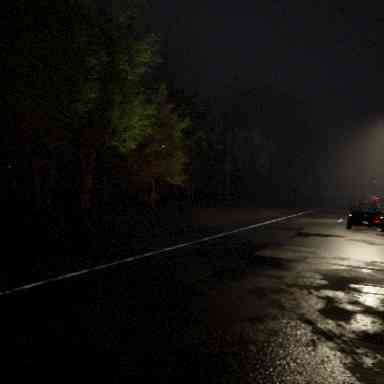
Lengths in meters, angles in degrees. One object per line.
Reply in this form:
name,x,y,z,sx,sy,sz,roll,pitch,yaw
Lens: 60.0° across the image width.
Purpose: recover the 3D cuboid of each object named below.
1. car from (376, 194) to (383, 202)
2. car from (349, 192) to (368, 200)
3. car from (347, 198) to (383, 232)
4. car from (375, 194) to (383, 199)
car,34.731,1.081,60.512,2.033,1.411,5.357,3,2,31
car,26.452,1.019,53.298,2.033,1.411,5.357,3,1,32
car,10.012,1.351,18.902,1.812,1.442,4.674,3,2,31
car,28.137,1.148,49.273,1.812,1.442,4.674,3,1,31
